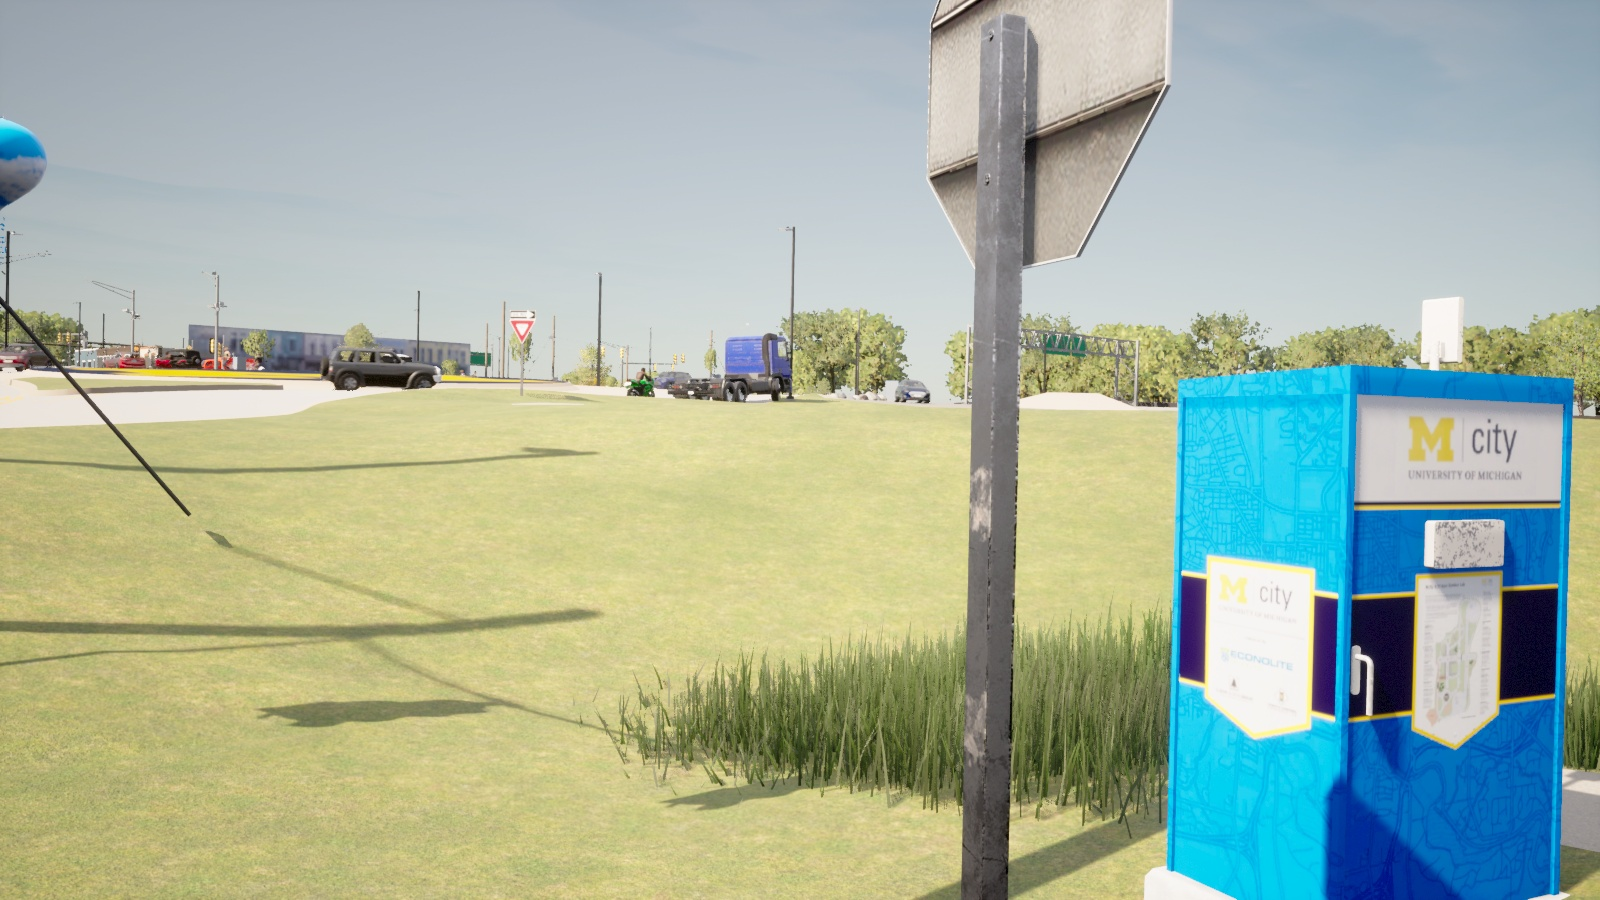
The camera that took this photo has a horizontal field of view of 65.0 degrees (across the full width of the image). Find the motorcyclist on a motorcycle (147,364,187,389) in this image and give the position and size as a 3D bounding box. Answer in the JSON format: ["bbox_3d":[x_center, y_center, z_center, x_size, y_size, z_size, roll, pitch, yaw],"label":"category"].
[{"bbox_3d":[-39.273,-4.567,77.959,2.044,1.523,0.797,-3,3,-42],"label":"motorcyclist on a motorcycle"}]

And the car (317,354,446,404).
[{"bbox_3d":[-16.785,-2.830,50.377,4.605,1.855,1.932,-1,5,-29],"label":"car"}]

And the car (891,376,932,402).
[{"bbox_3d":[7.617,-4.196,86.222,2.033,1.649,4.856,1,3,-4],"label":"car"}]

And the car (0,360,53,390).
[{"bbox_3d":[-42.931,-4.136,69.252,1.789,1.549,3.705,-2,4,-11],"label":"car"}]

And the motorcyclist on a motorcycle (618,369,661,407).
[{"bbox_3d":[-6.850,-2.639,53.777,0.797,1.523,2.044,0,1,28],"label":"motorcyclist on a motorcycle"}]

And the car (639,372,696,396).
[{"bbox_3d":[-10.144,-5.045,96.365,2.097,1.767,4.553,0,2,30],"label":"car"}]

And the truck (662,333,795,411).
[{"bbox_3d":[-3.379,-3.932,62.002,2.891,3.462,7.936,-1,5,26],"label":"truck"}]
